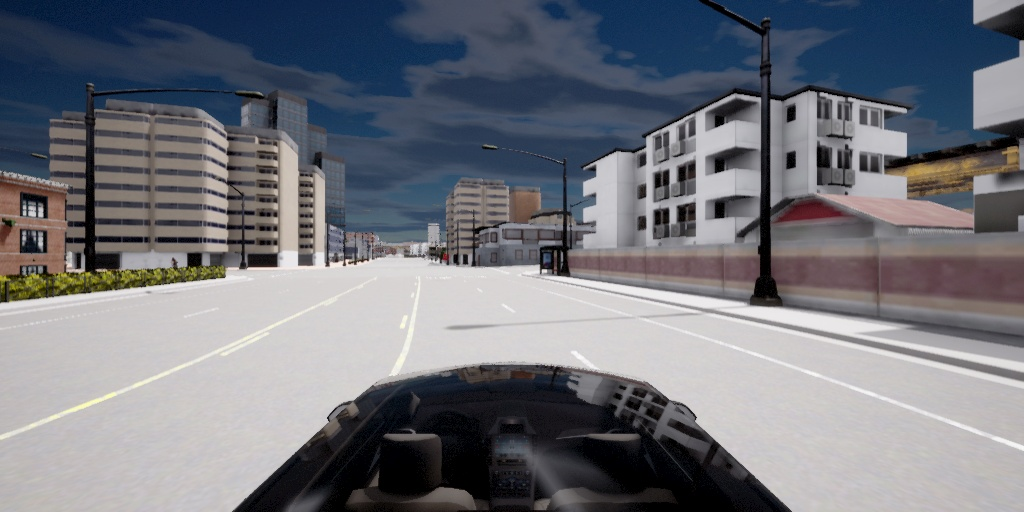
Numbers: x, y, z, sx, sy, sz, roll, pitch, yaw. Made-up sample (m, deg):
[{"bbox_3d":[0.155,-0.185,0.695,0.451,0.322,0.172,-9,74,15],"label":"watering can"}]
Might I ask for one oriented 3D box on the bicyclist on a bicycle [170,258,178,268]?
[{"bbox_3d":[-42.597,1.024,45.193,0.582,1.620,1.656,0,0,-16],"label":"bicyclist on a bicycle"}]
